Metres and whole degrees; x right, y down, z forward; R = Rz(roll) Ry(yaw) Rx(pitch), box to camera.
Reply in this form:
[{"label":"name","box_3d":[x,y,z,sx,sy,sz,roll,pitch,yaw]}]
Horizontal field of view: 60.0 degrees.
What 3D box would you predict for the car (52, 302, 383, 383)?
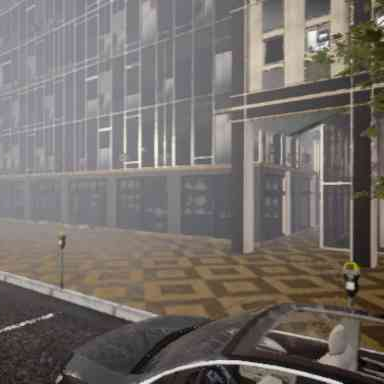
[{"label":"car","box_3d":[0.756,1.551,2.331,4.403,1.369,2.008,0,0,35]}]
